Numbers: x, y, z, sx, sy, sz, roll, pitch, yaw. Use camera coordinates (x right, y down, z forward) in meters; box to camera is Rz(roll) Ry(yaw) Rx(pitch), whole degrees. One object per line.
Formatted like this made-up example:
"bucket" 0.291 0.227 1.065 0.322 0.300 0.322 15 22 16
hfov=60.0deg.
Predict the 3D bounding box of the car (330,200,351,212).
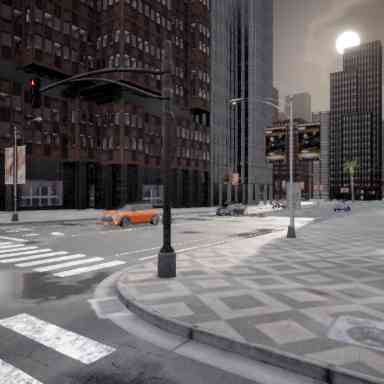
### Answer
"car" 24.268 2.430 53.660 2.033 1.411 5.357 0 -1 34

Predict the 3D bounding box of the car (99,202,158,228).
"car" -4.566 1.629 24.504 2.097 1.767 4.553 0 -1 35

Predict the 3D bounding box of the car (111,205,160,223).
"car" -4.942 1.894 29.601 1.994 1.385 4.181 0 -1 35

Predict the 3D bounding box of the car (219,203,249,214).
"car" 5.660 2.199 44.551 1.895 1.301 4.718 0 -1 36

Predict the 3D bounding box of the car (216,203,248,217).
"car" 4.463 2.011 37.259 1.837 1.490 4.892 0 -1 35

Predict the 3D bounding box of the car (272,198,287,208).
"car" 13.727 1.749 50.198 2.097 1.767 4.553 0 -1 35
